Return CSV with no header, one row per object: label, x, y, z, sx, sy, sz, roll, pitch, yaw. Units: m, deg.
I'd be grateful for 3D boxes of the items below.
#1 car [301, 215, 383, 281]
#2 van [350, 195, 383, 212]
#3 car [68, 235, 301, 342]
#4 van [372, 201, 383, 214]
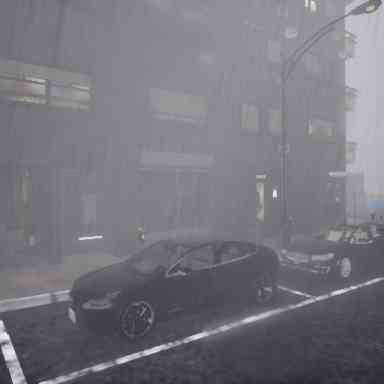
car,4.449,1.547,9.746,4.403,1.369,2.008,0,-1,-35
van,18.231,1.199,33.642,1.690,1.788,3.998,-1,1,-35
car,-0.112,1.563,6.492,4.313,1.339,1.947,0,-1,-35
van,9.008,1.336,13.001,3.998,1.788,1.690,0,-1,-35
